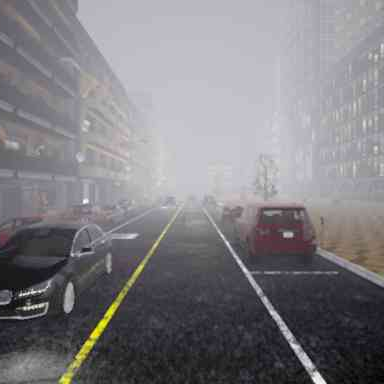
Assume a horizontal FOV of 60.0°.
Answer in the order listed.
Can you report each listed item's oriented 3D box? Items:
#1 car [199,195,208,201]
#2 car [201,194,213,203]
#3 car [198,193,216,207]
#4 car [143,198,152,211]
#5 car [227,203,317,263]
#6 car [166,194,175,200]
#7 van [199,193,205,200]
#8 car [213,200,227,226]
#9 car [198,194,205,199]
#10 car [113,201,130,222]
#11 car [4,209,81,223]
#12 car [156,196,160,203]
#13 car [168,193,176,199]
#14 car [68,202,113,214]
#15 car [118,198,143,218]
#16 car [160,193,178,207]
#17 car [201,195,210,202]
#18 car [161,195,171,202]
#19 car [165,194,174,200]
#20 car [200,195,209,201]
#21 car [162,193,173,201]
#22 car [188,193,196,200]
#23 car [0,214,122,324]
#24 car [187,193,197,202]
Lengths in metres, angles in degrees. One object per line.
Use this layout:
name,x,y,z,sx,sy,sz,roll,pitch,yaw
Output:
car,2.679,1.331,77.973,1.802,1.307,4.206,0,0,0
car,2.679,1.230,61.392,1.967,1.590,4.097,0,0,0
car,2.383,1.183,47.779,2.097,1.767,4.553,0,0,0
car,-5.698,1.380,39.116,1.752,1.417,4.829,0,0,0
car,2.683,1.269,11.652,2.192,1.841,5.009,0,0,0
car,-5.702,1.274,89.026,2.008,1.369,4.403,0,0,0
van,2.677,1.065,89.026,1.690,1.788,3.998,0,0,0
car,2.683,1.458,22.707,1.887,1.381,4.507,0,0,0
car,2.678,1.238,94.722,1.752,1.417,4.829,0,0,0
car,-5.697,1.495,22.707,1.802,1.307,4.206,0,0,0
car,-5.696,1.498,11.652,1.887,1.381,4.507,0,0,0
car,-5.700,1.335,61.393,1.887,1.381,4.507,0,0,0
car,-5.703,1.153,94.551,1.967,1.590,4.097,0,0,0
car,-5.697,1.373,17.179,1.967,1.590,4.097,0,0,0
car,-5.698,1.333,28.232,1.967,1.590,4.097,0,0,0
car,-3.082,1.329,48.278,1.837,1.490,4.892,0,1,0
car,2.679,1.301,67.089,1.752,1.417,4.829,0,0,0
car,-5.701,1.288,72.276,1.752,1.417,4.829,0,0,0
car,-5.701,1.286,83.499,2.008,1.369,4.403,0,0,0
car,2.679,1.344,72.447,1.802,1.307,4.206,0,0,0
car,-5.703,1.063,77.972,2.192,1.841,5.009,0,0,0
car,-0.004,1.067,83.561,1.882,1.535,5.008,0,0,0
car,-3.083,1.476,7.401,1.837,1.490,4.892,0,0,0
car,-0.004,1.339,67.389,1.994,1.385,4.181,0,0,0
